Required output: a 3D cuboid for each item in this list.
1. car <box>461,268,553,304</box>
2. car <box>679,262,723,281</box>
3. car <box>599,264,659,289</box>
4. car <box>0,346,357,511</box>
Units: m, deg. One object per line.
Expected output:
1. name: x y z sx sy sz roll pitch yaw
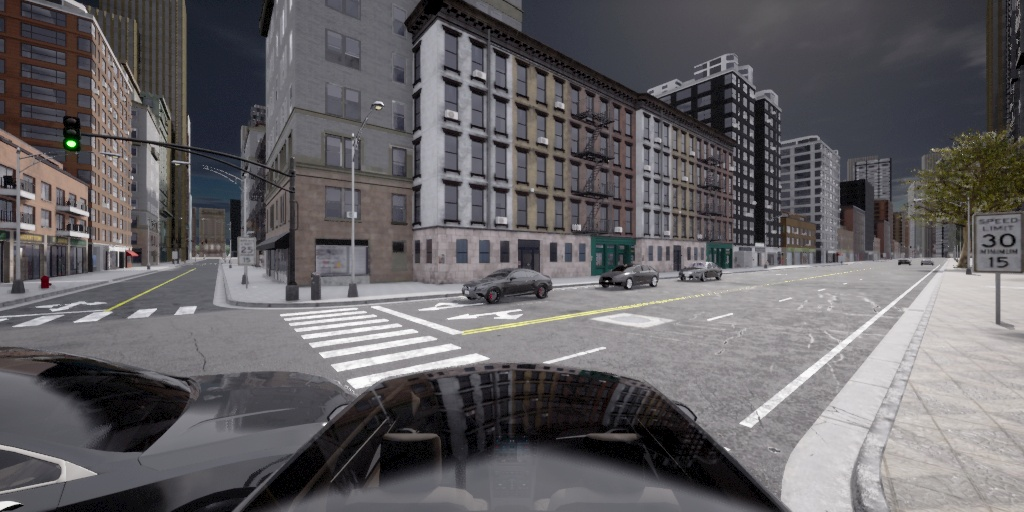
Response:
1. car: -0.109 1.286 16.706 4.674 1.442 1.812 0 0 -39
2. car: 15.538 1.235 29.467 4.902 1.511 2.128 0 0 -39
3. car: 7.556 1.258 22.963 4.892 1.490 1.837 0 0 -39
4. car: -3.229 1.257 1.721 4.892 1.490 1.837 0 0 -35
